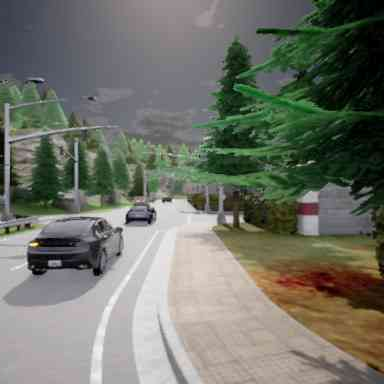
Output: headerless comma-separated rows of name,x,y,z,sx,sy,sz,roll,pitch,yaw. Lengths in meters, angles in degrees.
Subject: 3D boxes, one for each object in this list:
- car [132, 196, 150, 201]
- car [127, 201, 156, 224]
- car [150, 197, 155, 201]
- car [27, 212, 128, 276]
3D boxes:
car,-8.355,1.489,53.180,2.097,1.767,4.553,0,0,-1
car,-3.902,1.640,25.757,1.994,1.385,4.181,0,0,-1
car,-8.727,1.643,68.421,1.994,1.385,4.181,0,0,-2
car,-3.398,1.529,10.458,1.837,1.490,4.892,0,-1,-2
